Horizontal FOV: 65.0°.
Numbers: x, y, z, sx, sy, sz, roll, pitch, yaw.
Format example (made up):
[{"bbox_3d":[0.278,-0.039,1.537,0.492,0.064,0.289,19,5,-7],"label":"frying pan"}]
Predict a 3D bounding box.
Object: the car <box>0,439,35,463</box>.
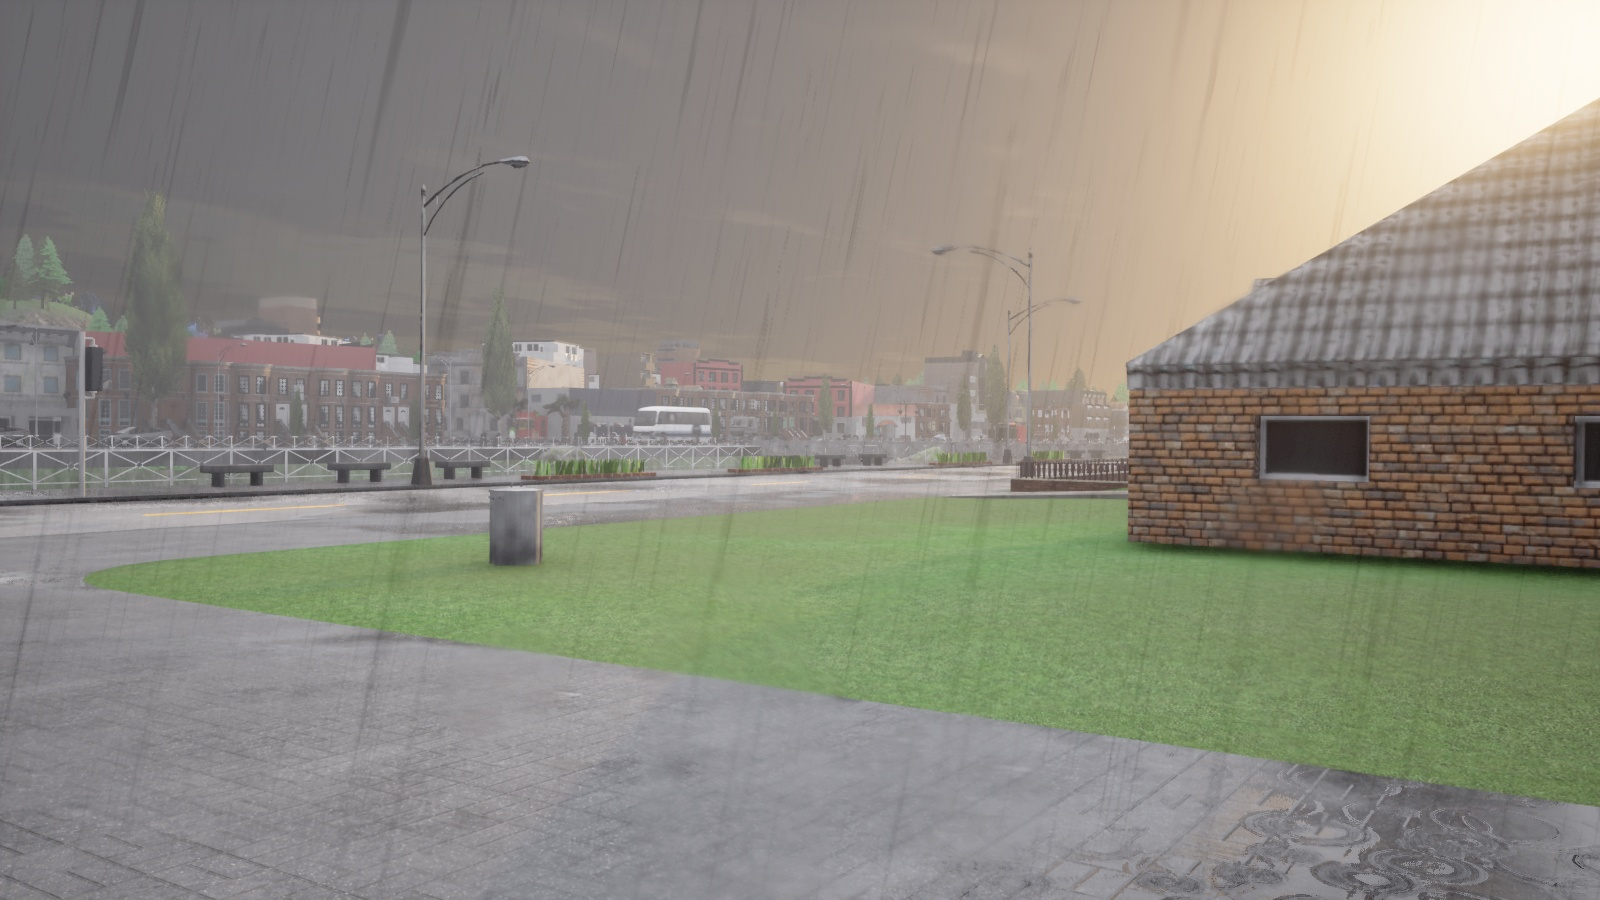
[{"bbox_3d":[-52.323,0.045,81.092,2.007,1.525,4.514,0,1,34],"label":"car"}]
